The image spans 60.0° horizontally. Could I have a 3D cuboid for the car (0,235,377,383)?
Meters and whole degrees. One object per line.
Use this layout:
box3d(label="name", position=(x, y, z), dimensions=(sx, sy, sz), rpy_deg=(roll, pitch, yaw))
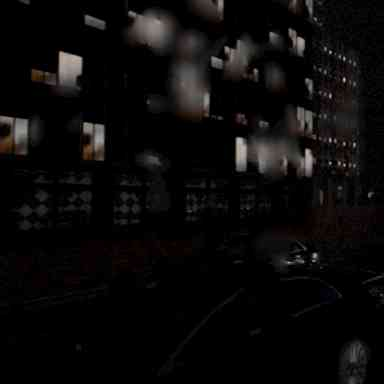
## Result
box3d(label="car", position=(0.112, 1.529, 3.505), dimensions=(4.902, 1.511, 2.128), rpy_deg=(0, -1, -37))

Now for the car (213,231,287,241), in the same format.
box3d(label="car", position=(1.244, 1.628, 7.598), dimensions=(4.403, 1.369, 2.008), rpy_deg=(0, 0, -38))
